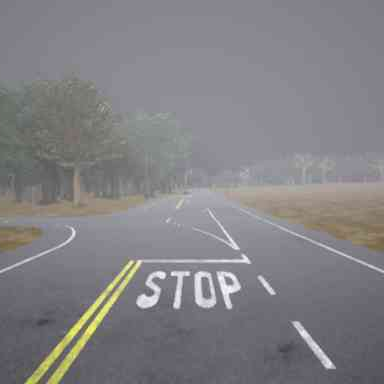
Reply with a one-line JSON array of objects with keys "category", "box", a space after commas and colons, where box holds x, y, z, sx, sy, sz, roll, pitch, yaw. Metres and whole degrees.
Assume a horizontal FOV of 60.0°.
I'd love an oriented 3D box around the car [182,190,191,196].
[{"category": "car", "box": [-1.369, 0.230, 86.830, 1.895, 1.301, 4.718, 0, 1, 8]}]
